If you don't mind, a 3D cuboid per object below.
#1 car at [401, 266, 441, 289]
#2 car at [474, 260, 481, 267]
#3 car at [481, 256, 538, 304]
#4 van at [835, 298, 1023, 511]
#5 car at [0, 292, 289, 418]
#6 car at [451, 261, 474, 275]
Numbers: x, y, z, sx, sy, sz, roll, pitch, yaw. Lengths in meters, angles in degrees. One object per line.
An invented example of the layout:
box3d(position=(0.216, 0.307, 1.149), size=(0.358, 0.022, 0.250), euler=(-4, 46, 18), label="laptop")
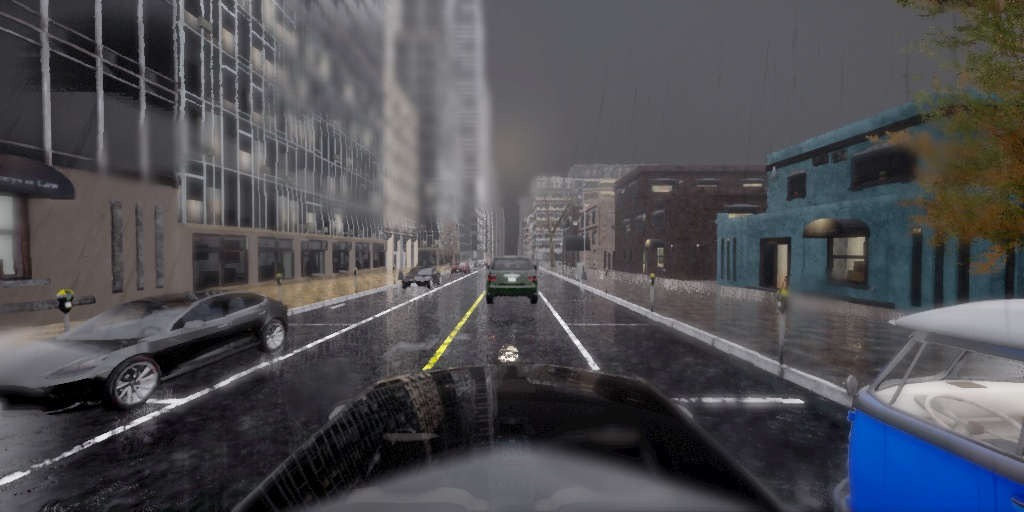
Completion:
box3d(position=(-5.691, 1.310, 23.018), size=(1.948, 1.339, 4.313), euler=(0, 0, 0), label="car")
box3d(position=(-5.794, 1.288, 62.524), size=(2.007, 1.370, 4.403), euler=(0, 0, 0), label="car")
box3d(position=(0.000, 1.004, 16.531), size=(2.150, 2.045, 5.566), euler=(0, 0, 0), label="car")
box3d(position=(2.689, 1.090, 0.385), size=(1.690, 1.789, 3.998), euler=(0, 0, 0), label="van")
box3d(position=(-5.691, 1.314, 6.085), size=(1.948, 1.339, 4.313), euler=(0, 0, 0), label="car")
box3d(position=(-5.691, 1.286, 39.949), size=(1.888, 1.381, 4.507), euler=(0, 0, 0), label="car")
